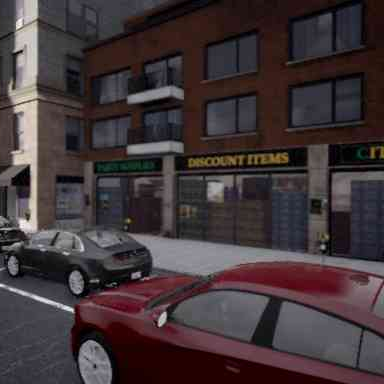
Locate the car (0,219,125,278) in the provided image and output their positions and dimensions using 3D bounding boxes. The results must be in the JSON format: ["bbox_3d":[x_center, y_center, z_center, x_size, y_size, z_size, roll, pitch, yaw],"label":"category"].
[{"bbox_3d":[-2.953,1.508,8.291,4.403,1.369,2.008,1,0,36],"label":"car"}]

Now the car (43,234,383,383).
[{"bbox_3d":[0.794,1.476,3.391,5.008,1.535,1.882,1,0,36],"label":"car"}]

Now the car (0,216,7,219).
[{"bbox_3d":[-7.445,1.467,11.496,4.403,1.369,2.008,1,0,36],"label":"car"}]
